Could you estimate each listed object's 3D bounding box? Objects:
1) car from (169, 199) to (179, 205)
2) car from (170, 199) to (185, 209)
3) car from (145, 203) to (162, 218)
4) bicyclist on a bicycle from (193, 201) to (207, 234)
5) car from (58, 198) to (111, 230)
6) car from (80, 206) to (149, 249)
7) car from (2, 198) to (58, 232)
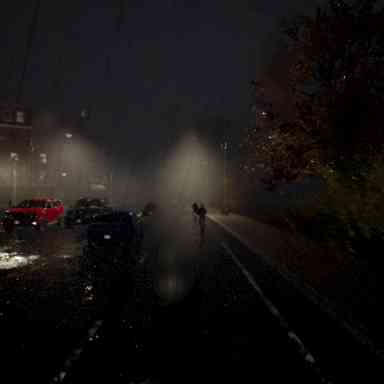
[{"bbox_3d":[-3.922,2.213,73.184,1.895,1.301,4.718,0,0,-6],"label":"car"},{"bbox_3d":[-2.217,1.982,55.868,1.837,1.490,4.892,0,0,-5],"label":"car"},{"bbox_3d":[-4.024,1.823,33.826,1.812,1.442,4.674,0,0,-3],"label":"car"},{"bbox_3d":[0.580,1.544,19.784,0.659,1.776,1.843,0,0,-2],"label":"bicyclist on a bicycle"},{"bbox_3d":[-7.014,1.432,23.104,2.150,2.045,5.566,0,-1,-2],"label":"car"},{"bbox_3d":[-3.354,1.616,15.414,1.882,1.535,5.008,0,-1,-1],"label":"car"},{"bbox_3d":[-10.227,1.426,22.014,2.150,2.045,5.566,0,-1,-2],"label":"car"}]
